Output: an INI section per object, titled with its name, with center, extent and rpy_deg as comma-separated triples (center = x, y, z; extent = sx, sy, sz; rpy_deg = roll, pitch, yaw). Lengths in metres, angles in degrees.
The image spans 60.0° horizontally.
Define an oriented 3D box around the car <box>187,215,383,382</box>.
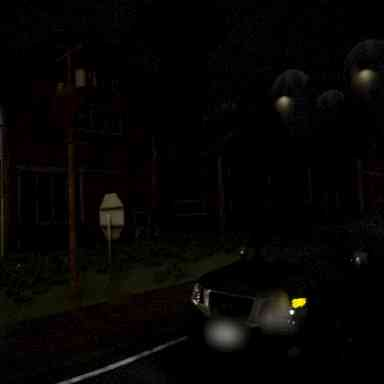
[car]
center = 2.405, 1.555, 6.395
extent = 5.566, 2.045, 2.150
rpy_deg = 0, -5, -44
